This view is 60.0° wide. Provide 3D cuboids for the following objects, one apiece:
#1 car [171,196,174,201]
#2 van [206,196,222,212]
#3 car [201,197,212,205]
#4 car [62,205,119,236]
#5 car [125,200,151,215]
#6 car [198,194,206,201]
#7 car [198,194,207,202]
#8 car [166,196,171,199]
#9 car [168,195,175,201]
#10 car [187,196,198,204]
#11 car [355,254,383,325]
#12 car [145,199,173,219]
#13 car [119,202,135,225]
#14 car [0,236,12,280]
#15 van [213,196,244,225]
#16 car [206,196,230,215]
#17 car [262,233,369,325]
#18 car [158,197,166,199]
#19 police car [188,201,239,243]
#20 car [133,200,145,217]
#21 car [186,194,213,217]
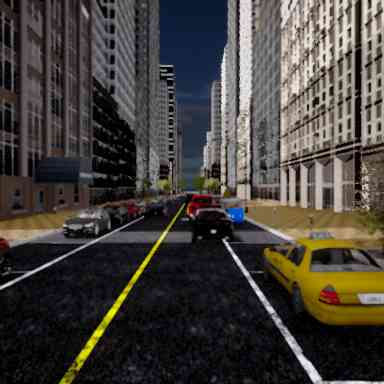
[{"bbox_3d":[-5.661,1.723,75.243,1.802,1.307,4.206,-1,0,0],"label":"car"},{"bbox_3d":[2.701,1.419,41.138,1.690,1.788,3.998,-1,0,0],"label":"van"},{"bbox_3d":[2.714,1.671,63.872,2.008,1.369,4.403,-1,0,0],"label":"car"},{"bbox_3d":[-5.688,1.586,18.407,2.008,1.369,4.403,-1,0,0],"label":"car"},{"bbox_3d":[-5.681,1.618,35.458,2.008,1.369,4.403,-1,0,0],"label":"car"},{"bbox_3d":[2.726,1.487,92.292,2.192,1.841,5.009,-1,0,0],"label":"car"},{"bbox_3d":[2.723,1.477,86.608,2.192,1.841,5.009,-1,0,0],"label":"car"},{"bbox_3d":[-5.666,1.671,63.876,2.008,1.369,4.403,-1,0,0],"label":"car"},{"bbox_3d":[-5.653,1.697,92.125,1.752,1.417,4.829,-1,0,0],"label":"car"},{"bbox_3d":[0.033,1.614,66.625,2.128,1.511,4.902,0,0,0],"label":"car"},{"bbox_3d":[2.683,1.443,1.353,1.967,1.590,4.097,-1,0,0],"label":"car"},{"bbox_3d":[-3.083,1.621,30.163,1.994,1.385,4.181,0,0,0],"label":"car"},{"bbox_3d":[-5.685,1.612,24.091,1.947,1.339,4.313,-1,0,0],"label":"car"},{"bbox_3d":[-5.695,1.454,7.041,1.967,1.590,4.097,-1,0,0],"label":"car"},{"bbox_3d":[2.693,1.387,24.087,1.690,1.788,3.998,-1,0,0],"label":"van"},{"bbox_3d":[2.698,1.382,35.455,2.192,1.841,5.009,-1,0,0],"label":"car"},{"bbox_3d":[2.687,1.539,7.206,1.752,1.417,4.829,-1,0,0],"label":"car"},{"bbox_3d":[-5.672,1.650,52.509,2.008,1.369,4.403,-1,0,0],"label":"car"},{"bbox_3d":[0.908,1.457,16.544,1.930,1.638,5.238,0,0,0],"label":"police car"},{"bbox_3d":[-5.683,1.601,29.775,1.887,1.381,4.507,-1,0,0],"label":"car"},{"bbox_3d":[0.837,1.273,26.450,2.150,2.045,5.566,0,0,-1],"label":"car"}]
